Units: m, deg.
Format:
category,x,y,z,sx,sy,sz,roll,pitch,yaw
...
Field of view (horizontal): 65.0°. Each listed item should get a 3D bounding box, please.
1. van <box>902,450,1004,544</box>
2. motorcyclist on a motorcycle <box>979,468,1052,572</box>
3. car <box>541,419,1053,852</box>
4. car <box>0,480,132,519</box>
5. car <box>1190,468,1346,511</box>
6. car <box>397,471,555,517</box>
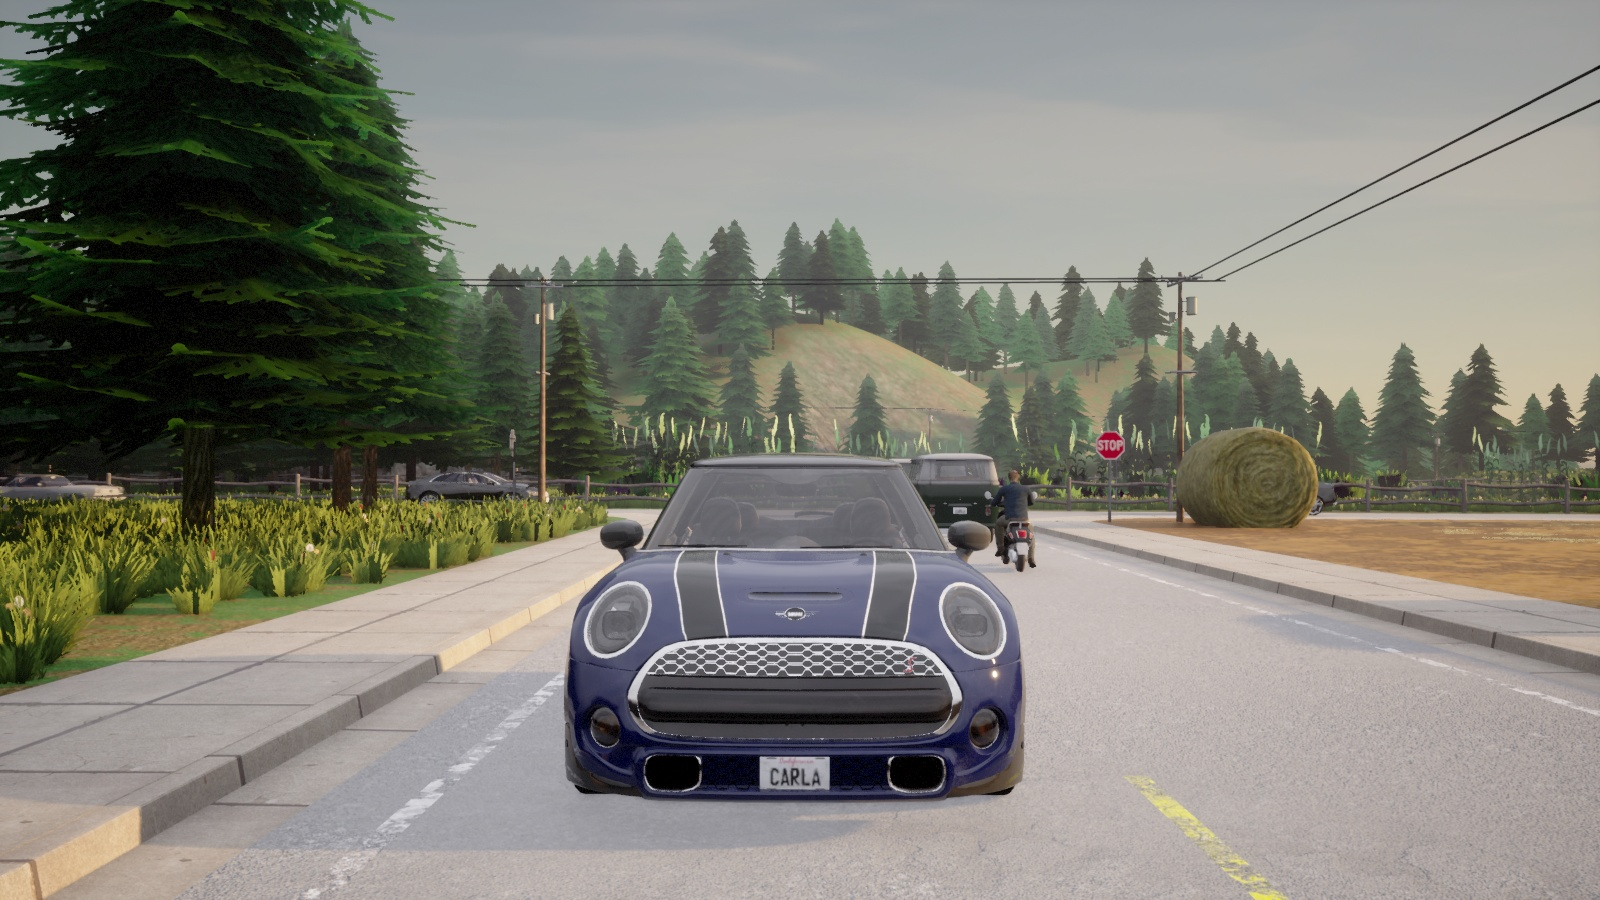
category,x,y,z,sx,sy,sz,roll,pitch,yaw
van,3.424,1.038,28.899,1.775,1.987,4.442,0,-1,0
motorcyclist on a motorcycle,3.447,1.093,20.247,0.866,1.590,1.817,0,0,0
car,-0.021,0.798,7.441,2.097,1.767,4.553,0,-1,0
car,-26.336,1.730,44.159,4.718,1.301,1.895,0,-1,1
car,17.010,1.436,45.842,4.902,1.511,2.128,0,-1,3
car,-11.184,1.511,43.634,4.902,1.511,2.128,0,-1,3
